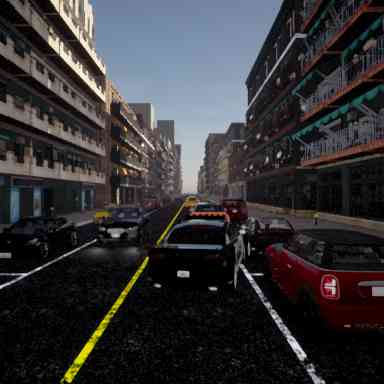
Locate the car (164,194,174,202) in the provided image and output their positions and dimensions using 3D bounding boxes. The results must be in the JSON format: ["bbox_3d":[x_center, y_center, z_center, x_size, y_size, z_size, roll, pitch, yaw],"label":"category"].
[{"bbox_3d":[-5.591,1.296,74.326,2.192,1.841,5.009,0,0,0],"label":"car"}]

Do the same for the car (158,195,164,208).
[{"bbox_3d":[-5.628,1.307,46.145,2.192,1.841,5.009,0,0,0],"label":"car"}]

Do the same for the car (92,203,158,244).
[{"bbox_3d":[-3.079,1.491,15.859,2.128,1.511,4.902,0,0,0],"label":"car"}]

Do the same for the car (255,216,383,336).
[{"bbox_3d":[2.701,1.440,6.675,1.967,1.590,4.097,0,0,0],"label":"car"}]

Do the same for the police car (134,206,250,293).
[{"bbox_3d":[0.400,1.422,9.148,1.930,1.638,5.238,-1,0,13],"label":"police car"}]

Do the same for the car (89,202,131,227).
[{"bbox_3d":[-5.658,1.524,23.428,1.752,1.417,4.829,0,0,0],"label":"car"}]

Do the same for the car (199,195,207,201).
[{"bbox_3d":[2.803,1.520,85.584,1.887,1.381,4.507,0,0,0],"label":"car"}]

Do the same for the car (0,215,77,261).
[{"bbox_3d":[-5.673,1.566,12.325,1.947,1.339,4.313,0,0,0],"label":"car"}]

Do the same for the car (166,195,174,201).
[{"bbox_3d":[-5.577,1.520,85.599,1.887,1.381,4.507,0,0,0],"label":"car"}]

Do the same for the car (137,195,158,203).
[{"bbox_3d":[-5.636,1.434,40.508,1.967,1.590,4.097,0,0,0],"label":"car"}]

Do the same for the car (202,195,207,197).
[{"bbox_3d":[2.789,1.506,74.481,1.752,1.417,4.829,0,0,0],"label":"car"}]

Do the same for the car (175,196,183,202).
[{"bbox_3d":[-2.902,1.581,75.214,1.895,1.301,4.718,0,0,0],"label":"car"}]

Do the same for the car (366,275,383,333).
[{"bbox_3d":[2.693,1.545,1.038,1.887,1.381,4.507,0,0,0],"label":"car"}]

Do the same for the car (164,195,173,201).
[{"bbox_3d":[-5.584,1.418,79.962,1.967,1.590,4.097,0,0,0],"label":"car"}]

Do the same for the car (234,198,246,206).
[{"bbox_3d":[2.724,1.313,23.584,2.192,1.841,5.009,0,0,0],"label":"car"}]

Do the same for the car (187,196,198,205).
[{"bbox_3d":[0.078,1.465,60.189,1.882,1.535,5.008,0,0,0],"label":"car"}]

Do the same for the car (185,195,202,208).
[{"bbox_3d":[0.064,1.470,45.559,1.882,1.535,5.008,0,0,0],"label":"car"}]

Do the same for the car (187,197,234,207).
[{"bbox_3d":[0.924,1.350,18.781,2.097,1.767,4.553,0,0,0],"label":"car"}]

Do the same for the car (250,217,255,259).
[{"bbox_3d":[2.708,1.551,12.310,2.008,1.369,4.403,0,0,0],"label":"car"}]

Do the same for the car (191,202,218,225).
[{"bbox_3d":[0.856,1.524,24.803,1.812,1.442,4.674,0,0,0],"label":"car"}]
